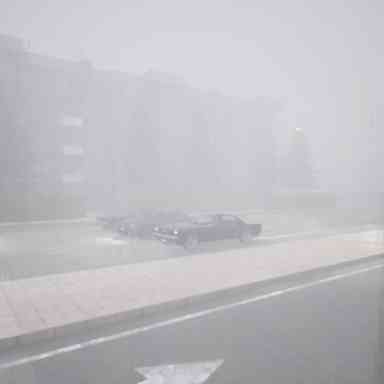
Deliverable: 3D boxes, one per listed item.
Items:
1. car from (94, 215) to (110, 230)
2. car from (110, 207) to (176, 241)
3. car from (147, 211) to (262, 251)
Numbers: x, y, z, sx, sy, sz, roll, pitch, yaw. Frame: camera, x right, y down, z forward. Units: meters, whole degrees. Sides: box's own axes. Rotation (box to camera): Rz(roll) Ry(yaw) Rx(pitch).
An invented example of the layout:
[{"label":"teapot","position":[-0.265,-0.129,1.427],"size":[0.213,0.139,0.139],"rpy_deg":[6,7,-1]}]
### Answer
[{"label":"car","position":[-3.334,1.591,19.941],"size":[4.718,1.301,1.895],"rpy_deg":[0,0,-35]},{"label":"car","position":[-1.644,1.555,16.856],"size":[4.181,1.385,1.994],"rpy_deg":[0,0,-35]},{"label":"car","position":[0.731,1.591,14.243],"size":[4.718,1.301,1.895],"rpy_deg":[0,0,-35]}]
